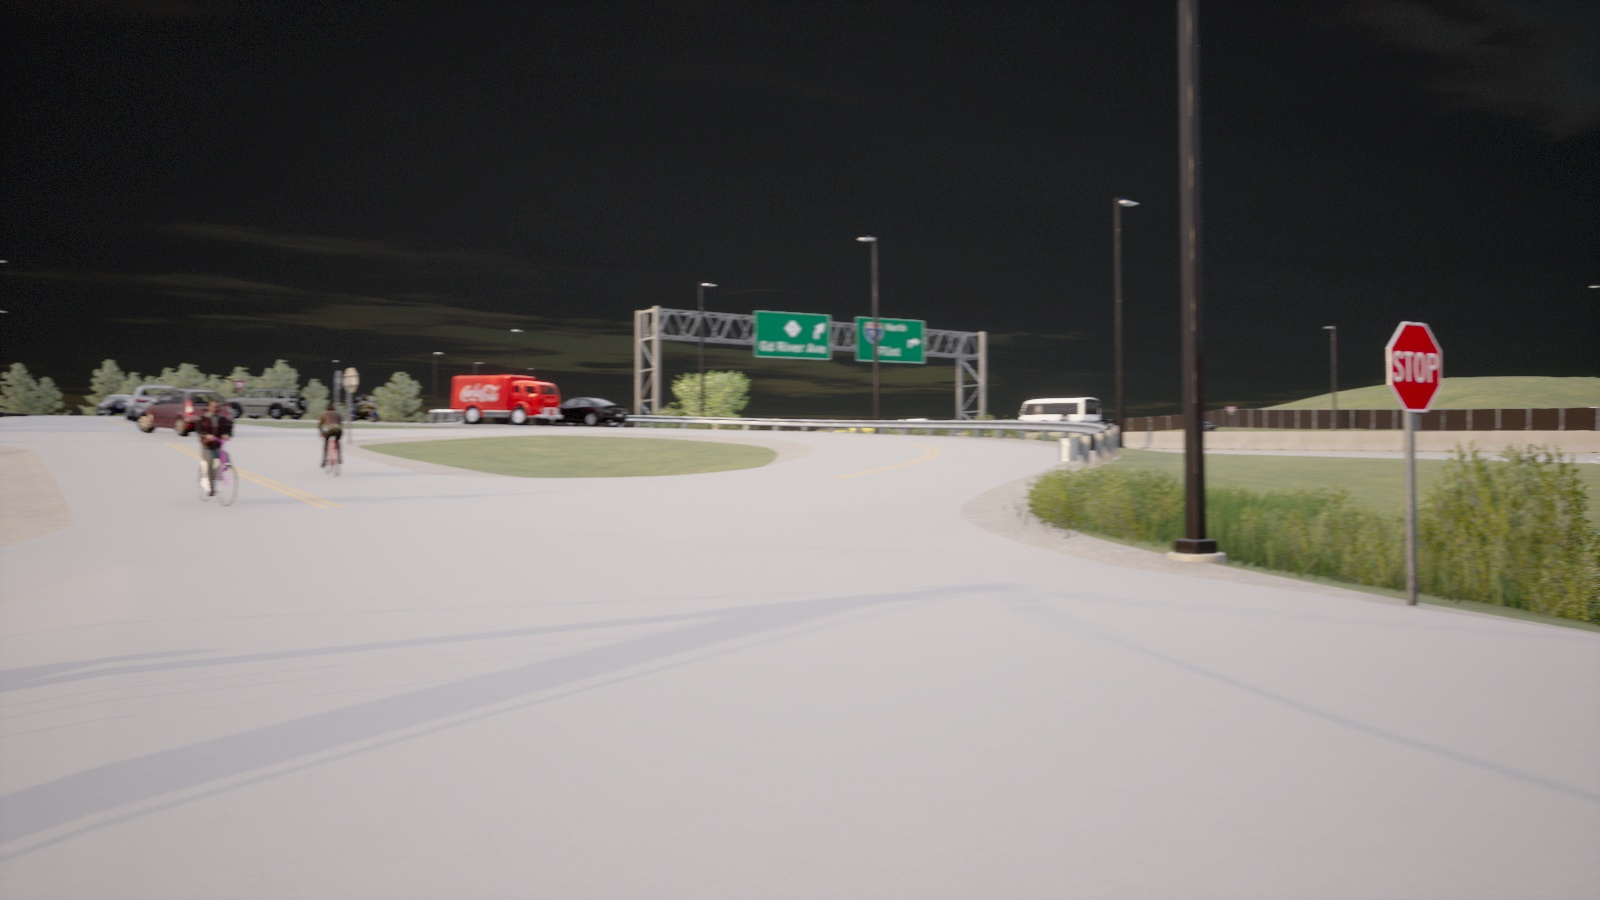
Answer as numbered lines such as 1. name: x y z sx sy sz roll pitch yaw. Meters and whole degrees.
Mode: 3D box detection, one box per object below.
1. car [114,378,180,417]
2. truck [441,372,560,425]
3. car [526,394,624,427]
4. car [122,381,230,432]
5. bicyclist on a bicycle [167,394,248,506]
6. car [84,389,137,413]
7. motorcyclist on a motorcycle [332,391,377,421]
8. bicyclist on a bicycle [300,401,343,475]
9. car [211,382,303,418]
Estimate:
1. car: -29.682 -2.403 56.993 2.242 1.667 4.611 0 3 -33
2. truck: -14.782 -2.527 62.013 5.204 2.467 2.627 1 1 25
3. car: -11.550 -2.026 64.420 5.008 1.535 1.882 2 1 34
4. car: -21.904 -1.543 44.022 3.988 1.617 1.851 4 4 38
5. bicyclist on a bicycle: -9.881 -0.025 20.906 0.659 1.776 1.843 1 1 -42
6. car: -46.492 -3.310 84.645 2.163 1.488 4.792 0 1 -41
7. motorcyclist on a motorcycle: -23.334 -2.315 65.764 2.191 1.530 0.866 2 1 23
8. bicyclist on a bicycle: -10.824 -0.287 28.407 0.582 1.620 1.656 0 3 -32
9. car: -31.336 -2.879 72.463 4.605 1.855 1.932 2 1 14
